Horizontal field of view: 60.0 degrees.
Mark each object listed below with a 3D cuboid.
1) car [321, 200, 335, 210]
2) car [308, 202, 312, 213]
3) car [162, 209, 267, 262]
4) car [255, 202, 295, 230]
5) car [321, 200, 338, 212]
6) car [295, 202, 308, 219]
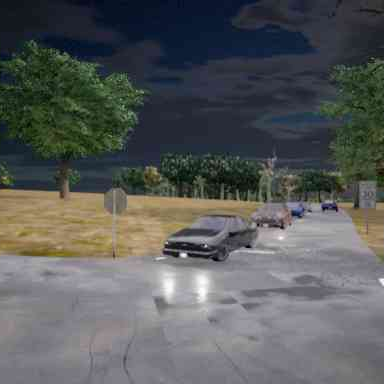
[{"bbox_3d":[22.184,2.014,54.347,1.882,1.535,5.008,0,-1,20],"label":"car"},{"bbox_3d":[14.540,1.959,43.222,1.895,1.301,4.718,0,-1,23],"label":"car"},{"bbox_3d":[1.007,1.583,12.650,2.033,1.411,5.357,0,0,29],"label":"car"},{"bbox_3d":[5.387,1.475,22.291,2.097,1.767,4.553,0,-1,24],"label":"car"},{"bbox_3d":[18.531,1.866,44.681,1.882,1.535,5.008,0,-1,22],"label":"car"},{"bbox_3d":[9.707,1.706,32.017,1.882,1.535,5.008,0,-1,24],"label":"car"}]
